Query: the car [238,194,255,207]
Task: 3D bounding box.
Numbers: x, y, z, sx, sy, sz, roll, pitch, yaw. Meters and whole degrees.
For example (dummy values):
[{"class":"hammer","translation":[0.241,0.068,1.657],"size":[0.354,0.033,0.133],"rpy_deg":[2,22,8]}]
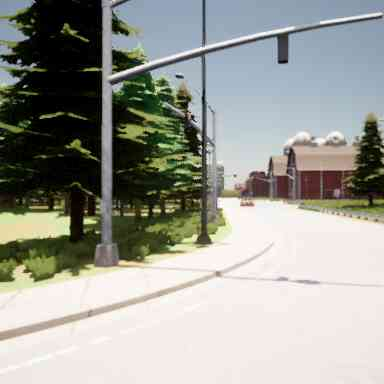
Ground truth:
[{"class":"car","translation":[9.543,1.631,56.934],"size":[2.097,1.767,4.553],"rpy_deg":[0,0,3]}]
